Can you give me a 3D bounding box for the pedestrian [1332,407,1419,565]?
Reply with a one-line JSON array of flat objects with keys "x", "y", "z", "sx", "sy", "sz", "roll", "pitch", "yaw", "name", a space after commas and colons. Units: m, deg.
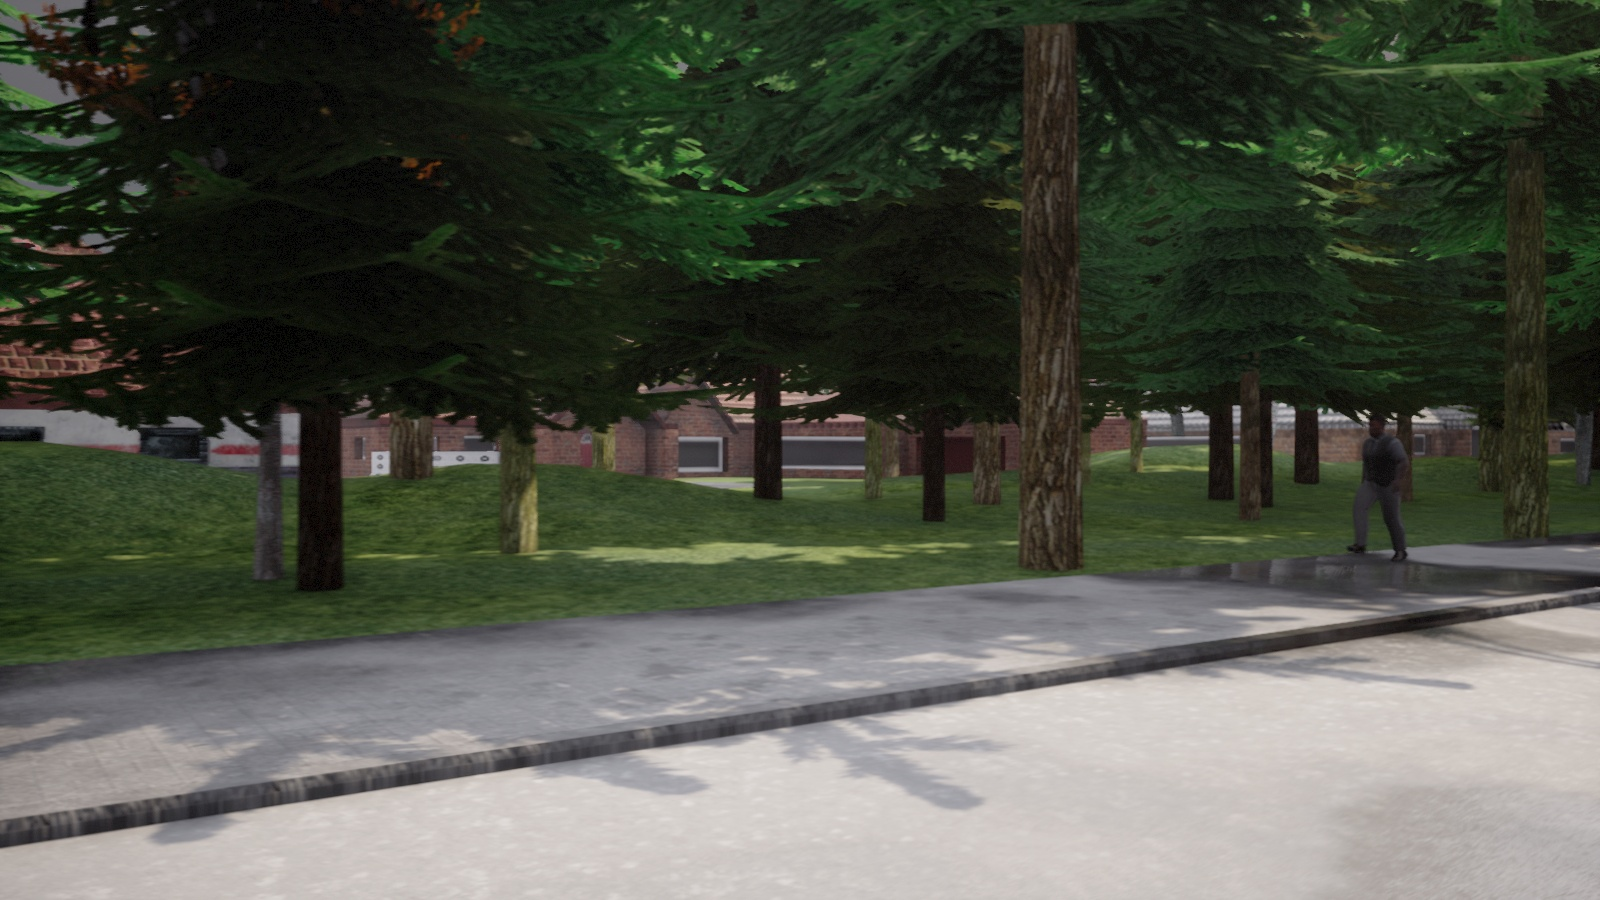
[{"x": 7.065, "y": 0.424, "z": 15.422, "sx": 0.849, "sy": 1.883, "sz": 0.563, "roll": 0, "pitch": 0, "yaw": -27, "name": "pedestrian"}]
